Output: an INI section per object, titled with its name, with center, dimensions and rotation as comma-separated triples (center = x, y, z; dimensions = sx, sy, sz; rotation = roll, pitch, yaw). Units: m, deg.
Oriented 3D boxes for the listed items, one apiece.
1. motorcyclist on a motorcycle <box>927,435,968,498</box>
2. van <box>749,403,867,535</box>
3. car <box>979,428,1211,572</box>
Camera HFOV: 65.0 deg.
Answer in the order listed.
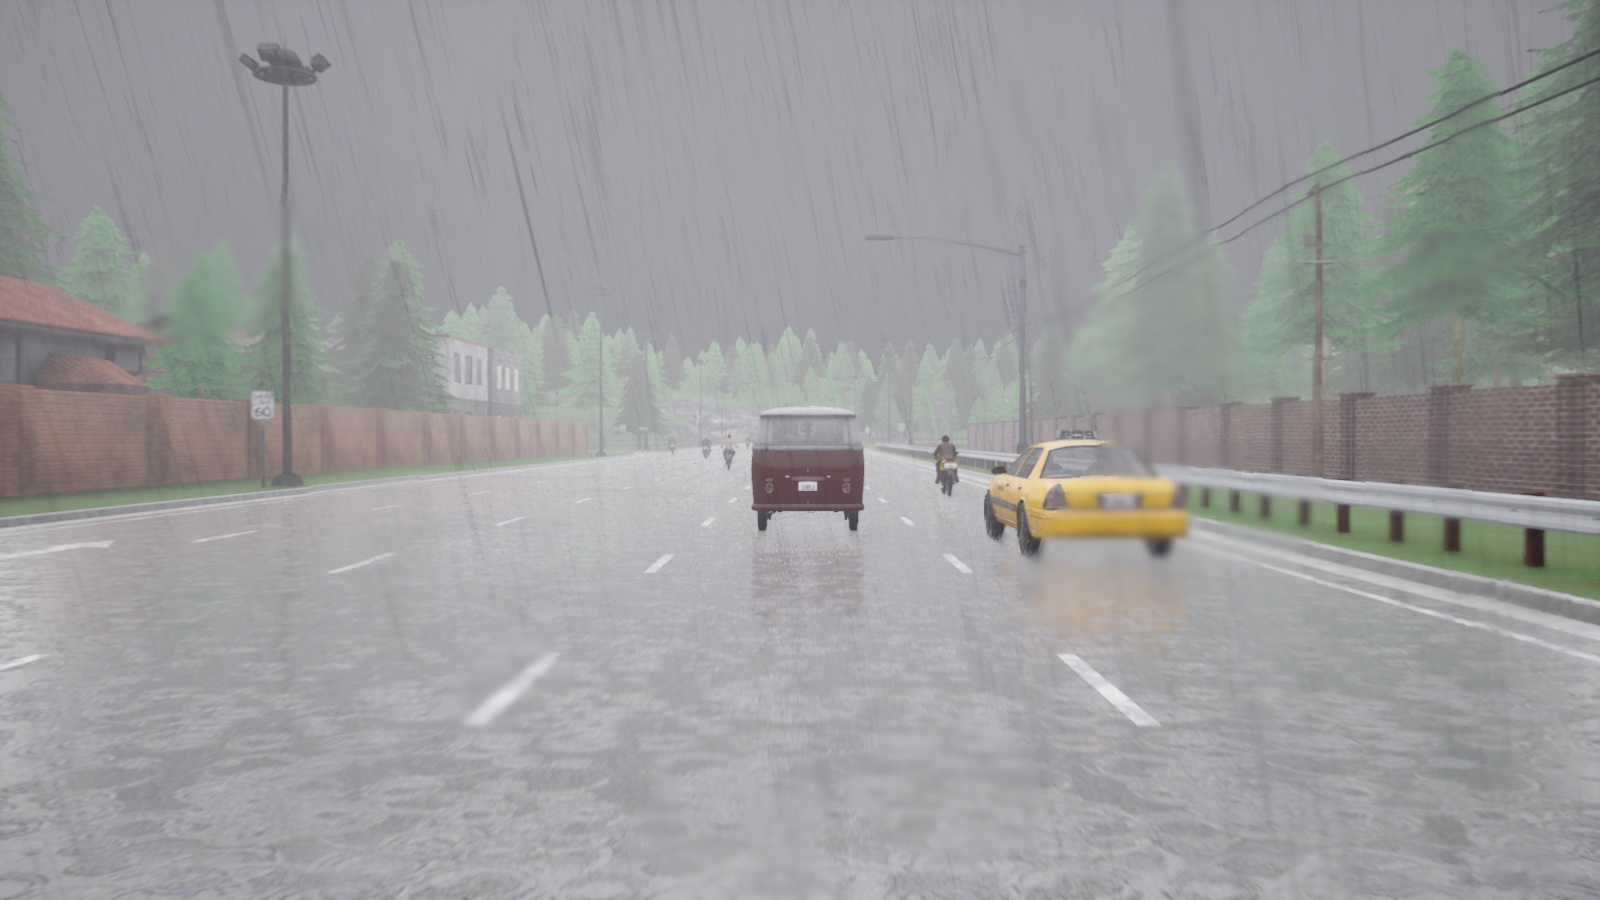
[motorcyclist on a motorcycle]
center = 3.690, 0.383, 31.570
dimensions = 0.797, 1.523, 2.044
rotation = 0, 1, 0
[van]
center = 0.133, 0.265, 21.230
dimensions = 1.775, 1.987, 4.442
rotation = 0, 1, 0
[car]
center = 3.606, 0.509, 16.410
dimensions = 1.801, 1.575, 5.366
rotation = 0, 1, 0
